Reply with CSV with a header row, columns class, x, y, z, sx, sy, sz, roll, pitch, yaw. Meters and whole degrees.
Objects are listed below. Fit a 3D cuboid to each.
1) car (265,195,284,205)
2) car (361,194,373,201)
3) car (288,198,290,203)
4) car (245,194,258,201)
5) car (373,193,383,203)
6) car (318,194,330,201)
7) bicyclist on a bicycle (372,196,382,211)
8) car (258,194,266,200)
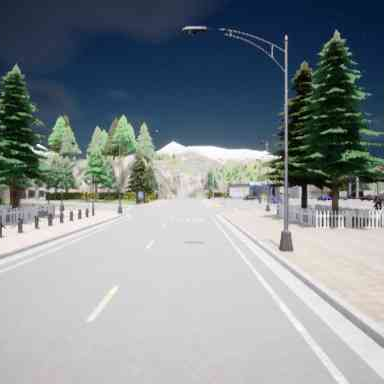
class,x,y,z,sx,sy,sz,roll,pitch,yaw
car,13.956,1.346,55.271,1.845,1.501,3.633,0,0,0
car,39.102,1.275,73.394,2.007,1.523,4.514,0,0,0
car,17.009,1.358,62.662,1.970,1.475,3.806,0,0,0
car,14.203,1.315,81.304,2.007,1.523,4.514,0,0,0
car,32.538,1.072,54.950,1.932,1.855,4.605,0,0,0
car,29.110,1.296,73.535,1.845,1.501,3.633,0,0,0
bicyclist on a bicycle,18.870,1.260,33.952,0.582,1.620,1.656,0,0,1
car,17.340,1.307,81.325,2.152,1.636,5.027,0,0,0
